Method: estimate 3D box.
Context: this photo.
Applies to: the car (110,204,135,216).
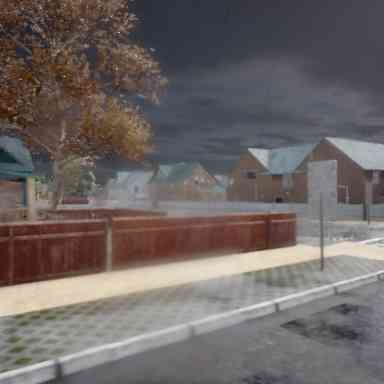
[{"bbox_3d":[-8.798,2.285,41.919,1.882,1.535,5.008,-2,0,-36],"label":"car"}]
